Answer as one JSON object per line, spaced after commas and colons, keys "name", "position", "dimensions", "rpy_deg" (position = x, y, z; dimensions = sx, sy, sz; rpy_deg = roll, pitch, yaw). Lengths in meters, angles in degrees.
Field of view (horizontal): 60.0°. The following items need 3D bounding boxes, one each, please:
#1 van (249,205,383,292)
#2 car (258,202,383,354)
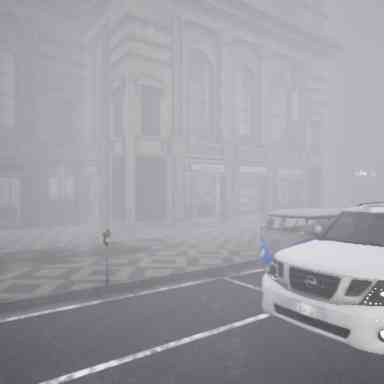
{"name": "van", "position": [3.629, 1.341, 9.256], "dimensions": [3.998, 1.788, 1.690], "rpy_deg": [0, 0, -36]}
{"name": "car", "position": [3.768, 1.223, 6.055], "dimensions": [5.566, 2.045, 2.150], "rpy_deg": [0, 0, -36]}
